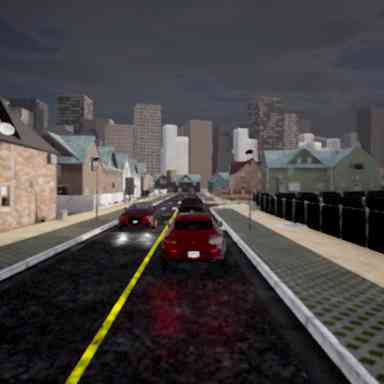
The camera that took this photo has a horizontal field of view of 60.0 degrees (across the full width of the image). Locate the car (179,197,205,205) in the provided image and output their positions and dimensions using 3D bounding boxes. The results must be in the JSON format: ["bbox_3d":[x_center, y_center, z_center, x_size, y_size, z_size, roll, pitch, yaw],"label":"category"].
[{"bbox_3d":[0.003,1.117,25.248,1.882,1.535,5.008,0,1,0],"label":"car"}]

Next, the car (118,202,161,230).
[{"bbox_3d":[-2.887,1.293,18.874,1.994,1.385,4.181,0,1,0],"label":"car"}]

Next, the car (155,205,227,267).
[{"bbox_3d":[0.048,1.371,10.703,1.812,1.442,4.674,0,1,0],"label":"car"}]
